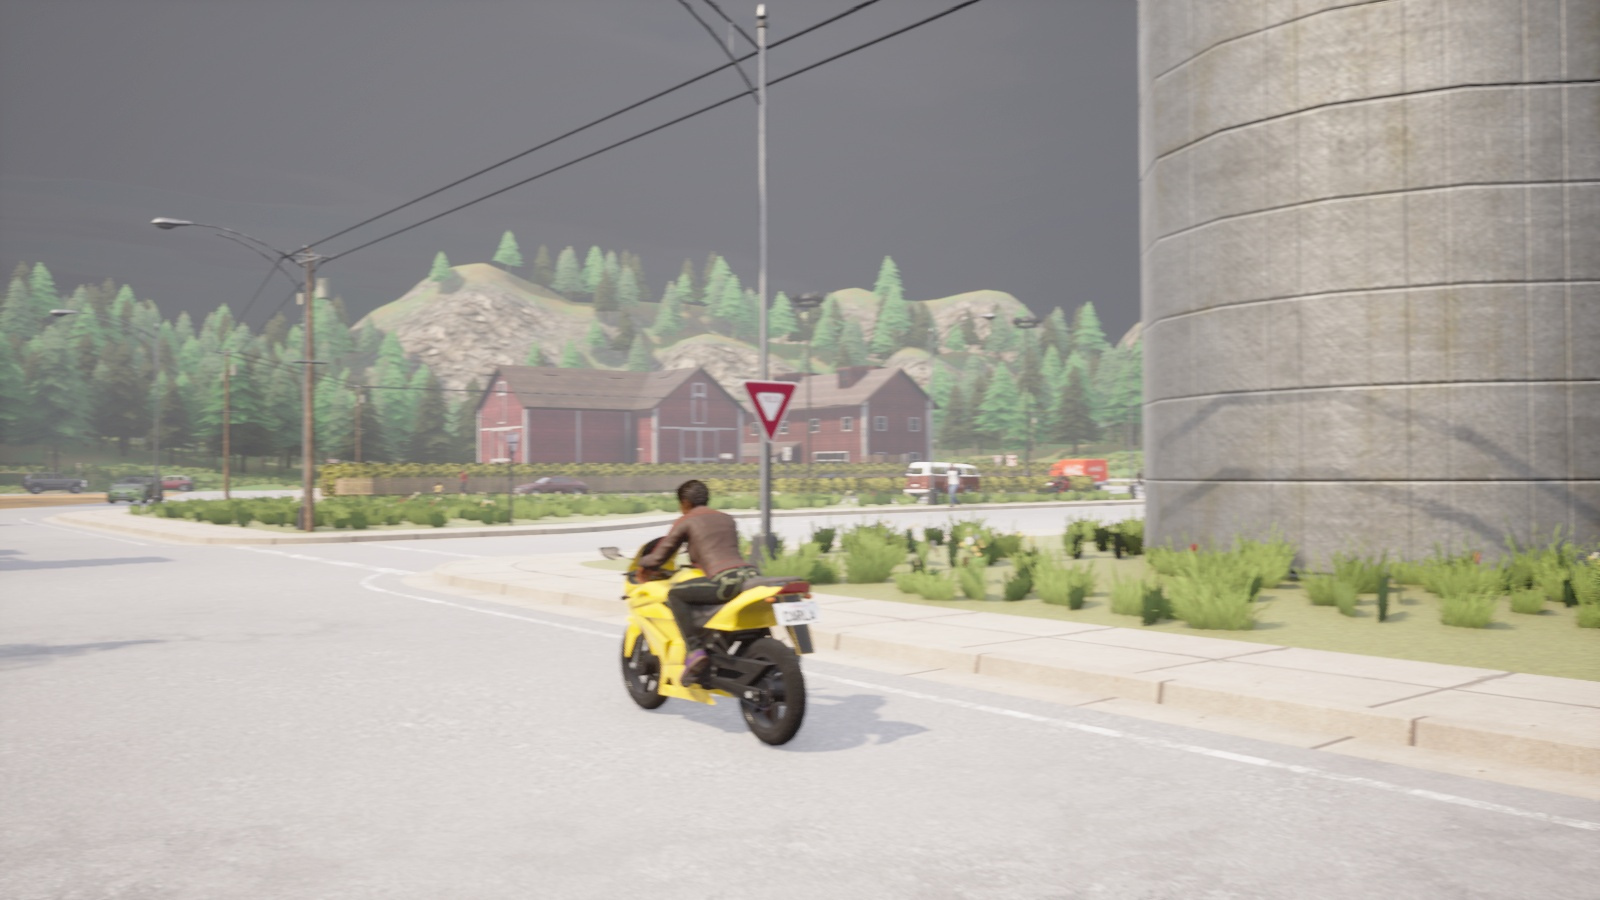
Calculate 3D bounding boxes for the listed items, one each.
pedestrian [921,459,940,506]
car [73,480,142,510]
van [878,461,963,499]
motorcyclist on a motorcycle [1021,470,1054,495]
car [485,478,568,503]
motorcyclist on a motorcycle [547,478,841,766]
[{"bbox_3d":[5.179,1.289,49.858,0.706,1.836,0.354,0,-1,-41],"label":"pedestrian"},{"bbox_3d":[-37.605,2.404,68.272,2.007,1.525,4.514,-1,-1,-11],"label":"car"},{"bbox_3d":[6.698,1.682,69.681,4.480,2.038,2.069,1,-2,-39],"label":"van"},{"bbox_3d":[14.401,1.956,76.092,2.044,1.523,0.797,0,-1,-40],"label":"motorcyclist on a motorcycle"},{"bbox_3d":[-16.817,2.452,77.251,4.674,1.442,1.812,0,-1,-40],"label":"car"},{"bbox_3d":[-0.722,0.947,7.755,0.797,1.523,2.044,0,-1,-38],"label":"motorcyclist on a motorcycle"}]
